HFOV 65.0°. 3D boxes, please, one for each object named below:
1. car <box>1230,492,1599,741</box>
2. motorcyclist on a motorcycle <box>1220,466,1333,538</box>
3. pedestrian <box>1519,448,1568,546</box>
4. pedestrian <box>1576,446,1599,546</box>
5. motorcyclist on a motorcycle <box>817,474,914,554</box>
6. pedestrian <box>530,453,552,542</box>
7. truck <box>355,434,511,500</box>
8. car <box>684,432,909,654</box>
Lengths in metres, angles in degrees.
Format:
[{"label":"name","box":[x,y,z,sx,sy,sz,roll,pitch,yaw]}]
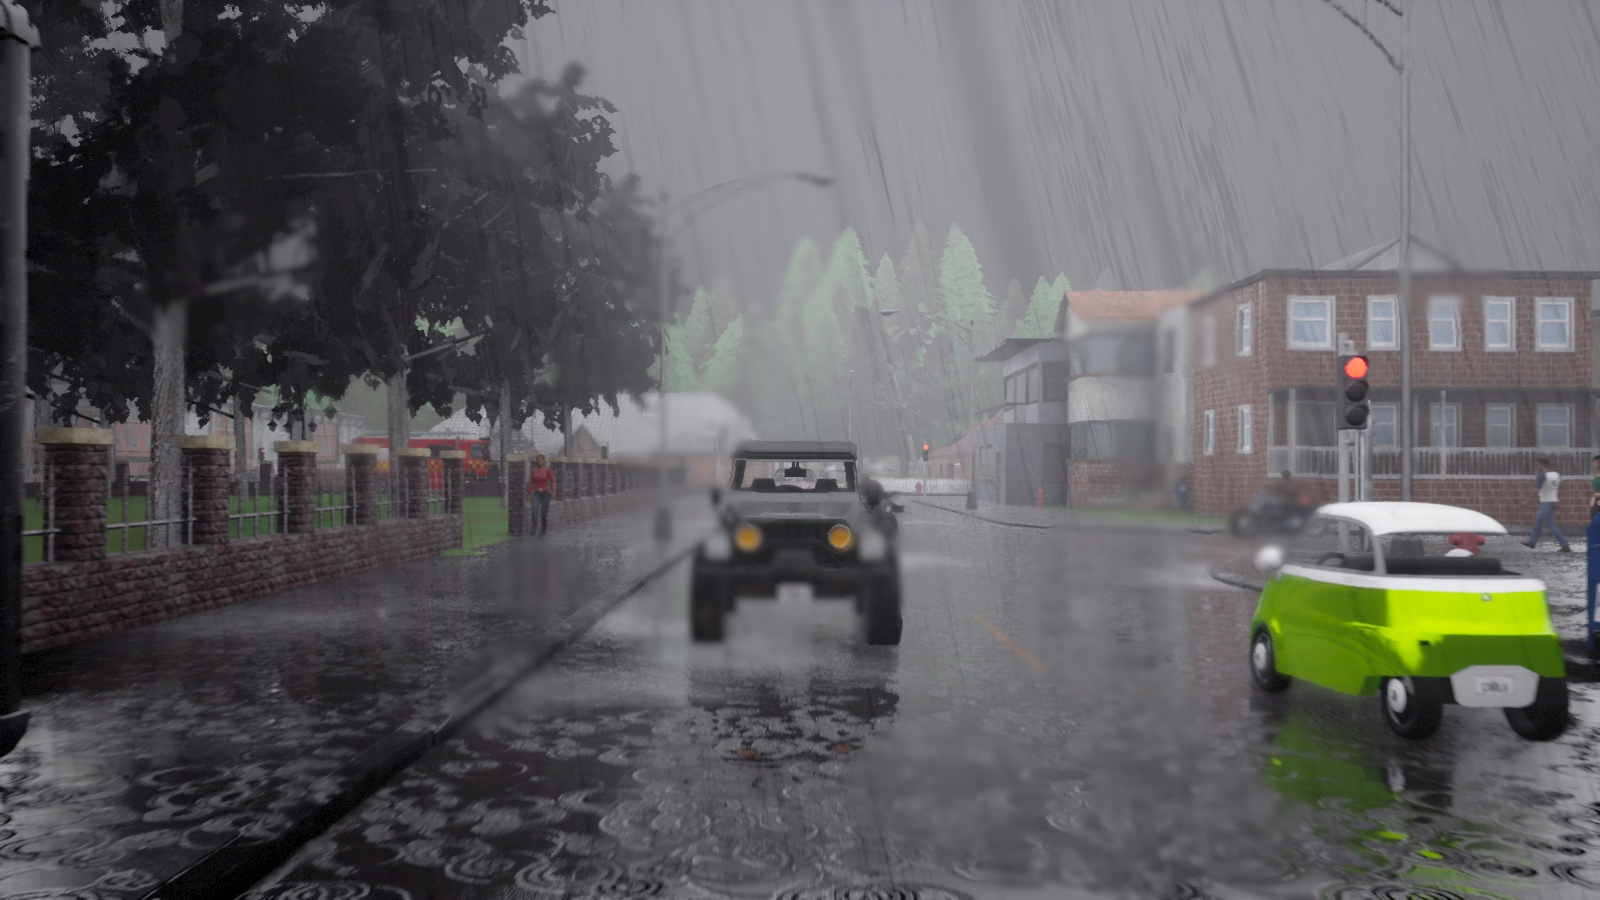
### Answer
[{"label":"car","box":[3.975,0.993,8.334,1.481,1.376,2.207,0,-1,0]},{"label":"motorcyclist on a motorcycle","box":[11.291,1.219,29.801,2.350,1.649,0.766,-1,-1,0]},{"label":"pedestrian","box":[14.167,0.890,23.933,0.354,1.836,0.706,0,-1,-28]},{"label":"pedestrian","box":[14.819,0.855,23.302,0.594,1.836,0.345,0,-1,-5]},{"label":"motorcyclist on a motorcycle","box":[1.364,1.273,25.590,0.866,1.530,2.191,1,0,37]},{"label":"pedestrian","box":[-5.425,0.986,26.303,0.331,1.846,0.636,0,-1,0]},{"label":"truck","box":[-21.826,0.991,74.921,8.468,3.827,2.891,0,-1,-1]},{"label":"car","box":[-0.037,0.822,12.595,1.905,1.878,3.866,0,-1,0]}]
